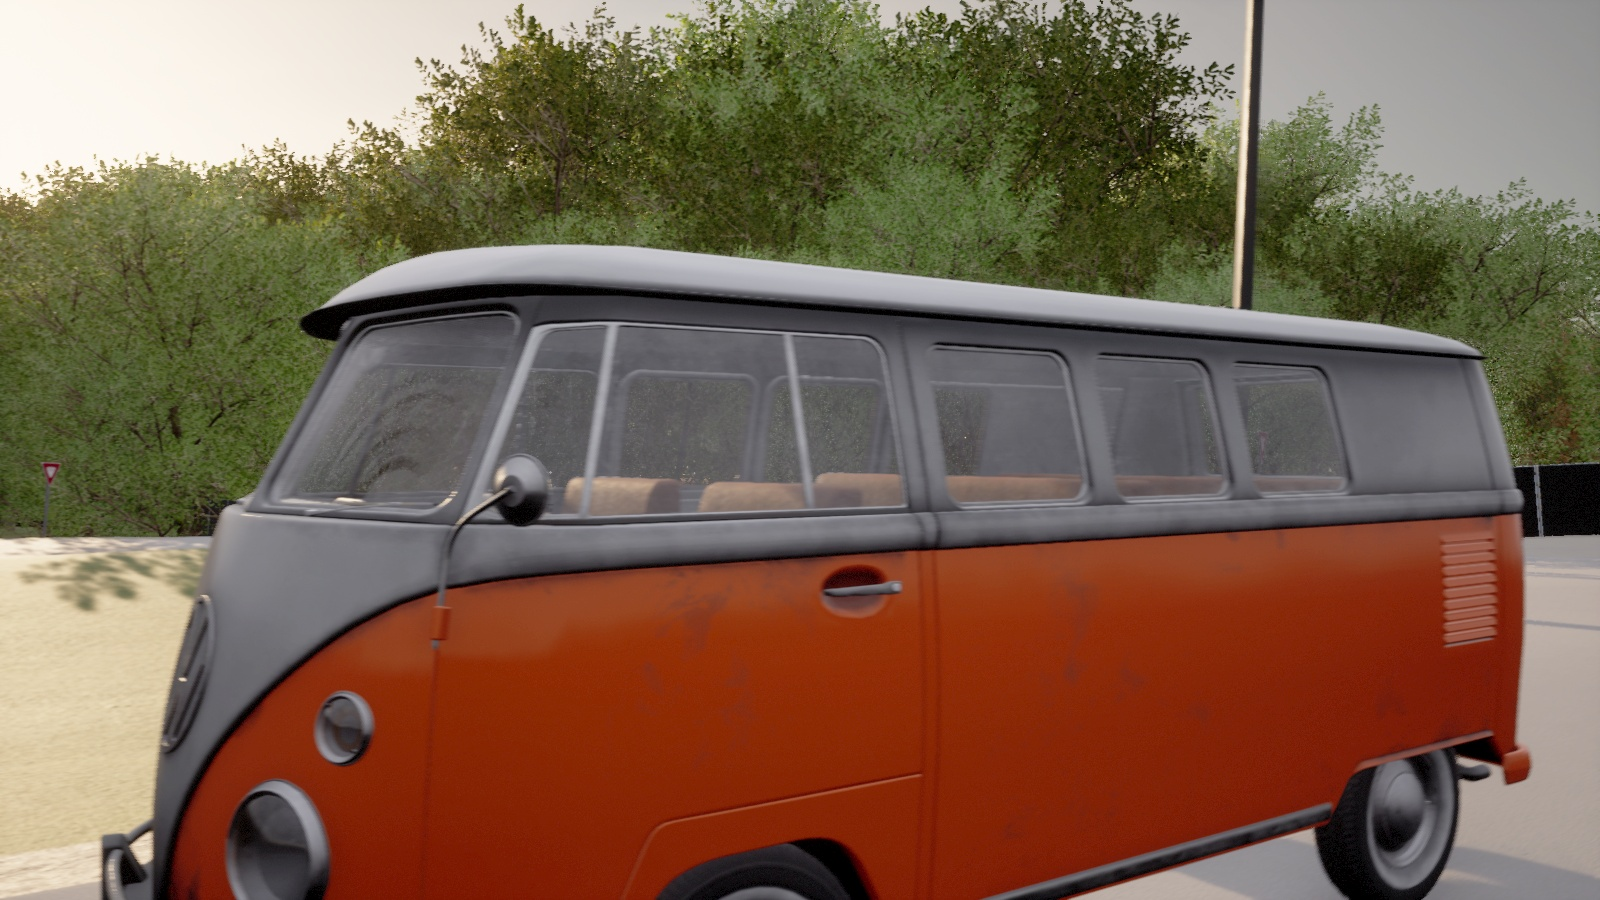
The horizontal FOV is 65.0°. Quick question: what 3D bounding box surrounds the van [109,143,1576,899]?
[{"bbox_3d":[0.449,0.503,3.970,4.442,1.987,1.775,0,0,-35],"label":"van"}]
